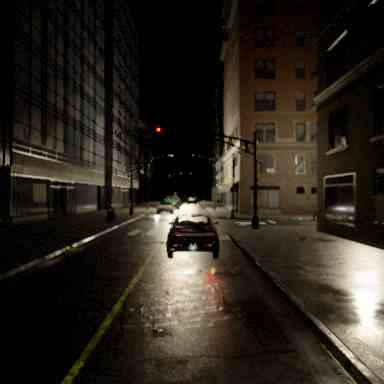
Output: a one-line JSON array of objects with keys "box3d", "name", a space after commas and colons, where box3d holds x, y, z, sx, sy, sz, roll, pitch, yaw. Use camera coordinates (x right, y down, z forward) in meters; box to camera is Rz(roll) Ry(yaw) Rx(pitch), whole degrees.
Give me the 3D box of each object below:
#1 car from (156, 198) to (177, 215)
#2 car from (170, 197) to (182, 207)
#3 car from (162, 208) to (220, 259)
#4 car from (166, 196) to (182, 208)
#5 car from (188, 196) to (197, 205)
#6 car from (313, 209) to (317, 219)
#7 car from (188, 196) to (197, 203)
[{"box3d": [-3.081, 1.818, 38.874, 1.812, 1.442, 4.674, 0, 0, 0], "name": "car"}, {"box3d": [-3.010, 1.823, 63.572, 2.097, 1.767, 4.553, 0, -1, 1], "name": "car"}, {"box3d": [0.050, 1.596, 13.065, 2.128, 1.511, 4.902, 0, 0, 1], "name": "car"}, {"box3d": [-3.033, 1.602, 51.030, 2.150, 2.045, 5.566, 0, 0, 1], "name": "car"}, {"box3d": [0.023, 2.031, 69.560, 2.128, 1.511, 4.902, 0, 0, 0], "name": "car"}, {"box3d": [12.449, 1.529, 27.589, 4.553, 1.767, 2.097, 0, 0, 0], "name": "car"}, {"box3d": [0.027, 1.777, 79.952, 2.097, 1.767, 4.553, 0, 0, 0], "name": "car"}]
